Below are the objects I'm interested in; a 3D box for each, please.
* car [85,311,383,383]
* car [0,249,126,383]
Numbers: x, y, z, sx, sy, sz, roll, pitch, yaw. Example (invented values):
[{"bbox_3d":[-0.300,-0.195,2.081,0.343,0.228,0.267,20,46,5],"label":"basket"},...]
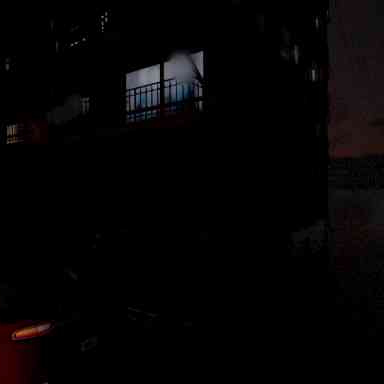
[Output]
[{"bbox_3d":[1.642,1.566,1.706,4.313,1.339,1.947,0,0,35],"label":"car"},{"bbox_3d":[-2.951,1.545,4.973,4.507,1.381,1.887,0,0,35],"label":"car"}]
